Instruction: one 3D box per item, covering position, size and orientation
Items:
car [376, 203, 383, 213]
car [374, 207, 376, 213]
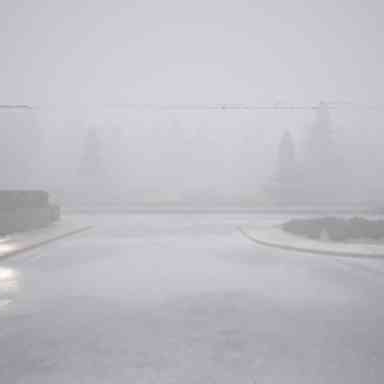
[{"bbox_3d":[18.704,1.190,27.259,5.566,2.045,2.150,0,0,0],"label":"car"},{"bbox_3d":[19.538,1.472,30.823,4.892,1.490,1.837,1,0,1],"label":"car"}]
